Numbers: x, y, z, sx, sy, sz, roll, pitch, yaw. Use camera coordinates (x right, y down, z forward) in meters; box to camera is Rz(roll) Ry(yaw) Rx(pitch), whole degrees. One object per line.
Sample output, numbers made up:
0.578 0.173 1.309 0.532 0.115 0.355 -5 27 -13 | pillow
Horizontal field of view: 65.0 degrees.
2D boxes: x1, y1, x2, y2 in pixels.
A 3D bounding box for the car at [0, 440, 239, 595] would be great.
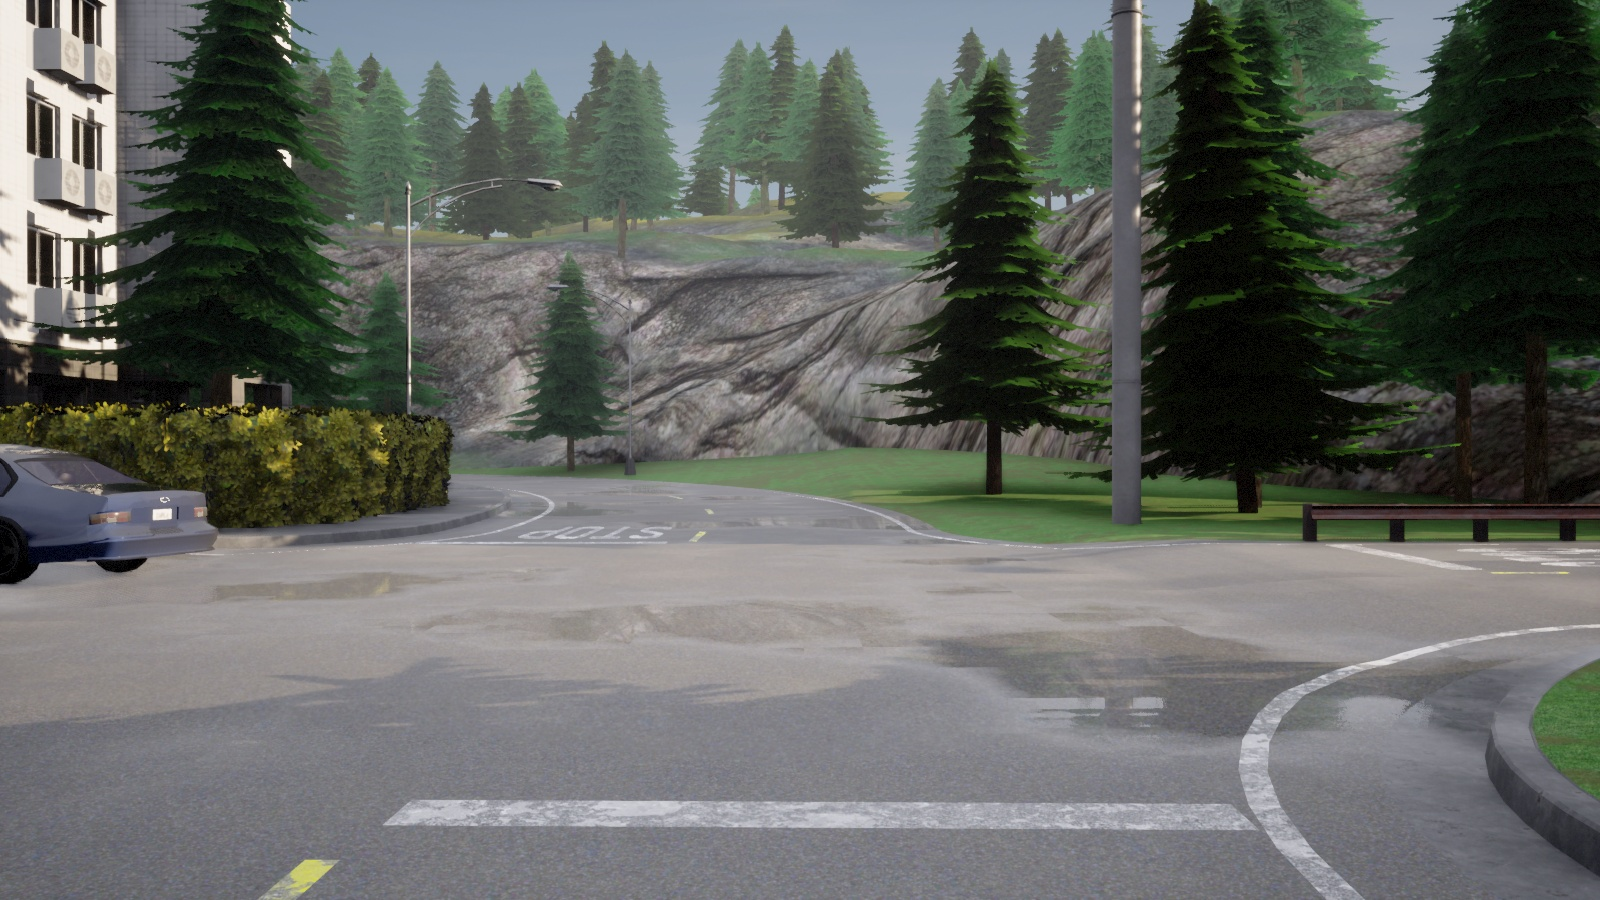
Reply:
-9.259 0.604 13.918 5.357 1.411 2.033 3 0 13 | car
